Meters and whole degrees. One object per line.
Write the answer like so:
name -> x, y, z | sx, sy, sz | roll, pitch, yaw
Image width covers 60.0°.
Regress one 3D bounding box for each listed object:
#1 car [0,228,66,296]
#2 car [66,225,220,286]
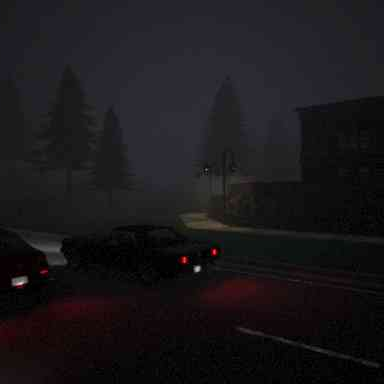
car -> -5.145, 1.526, 7.663 | 4.674, 1.442, 1.812 | 0, 0, 36
car -> -1.659, 1.601, 9.476 | 4.718, 1.301, 1.895 | 0, 0, 36
